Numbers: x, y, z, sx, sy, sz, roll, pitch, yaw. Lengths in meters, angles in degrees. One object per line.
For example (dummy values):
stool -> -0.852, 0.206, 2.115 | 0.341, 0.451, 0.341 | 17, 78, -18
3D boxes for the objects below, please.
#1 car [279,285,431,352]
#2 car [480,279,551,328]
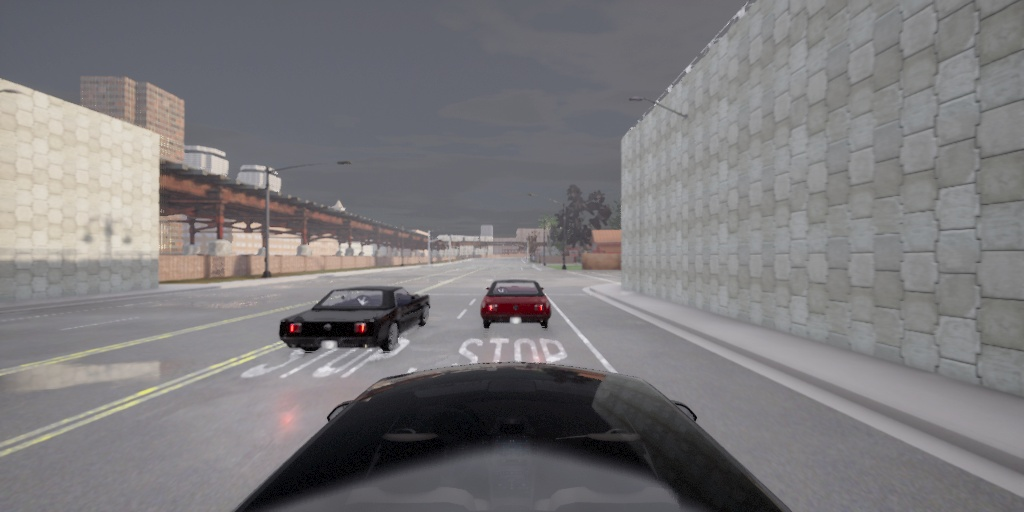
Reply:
car -> -3.399, 1.377, 8.908 | 1.895, 1.301, 4.718 | 0, 0, 0
car -> 0.101, 1.392, 11.558 | 1.895, 1.301, 4.718 | 0, 0, 0
